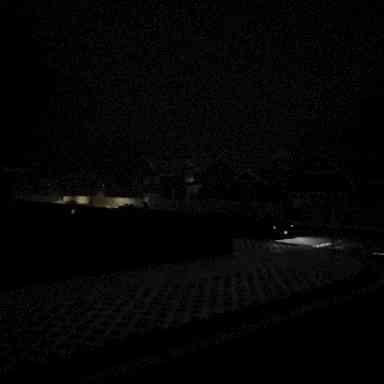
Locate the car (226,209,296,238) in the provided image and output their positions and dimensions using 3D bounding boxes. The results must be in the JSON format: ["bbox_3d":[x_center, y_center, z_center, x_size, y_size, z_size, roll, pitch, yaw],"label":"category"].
[{"bbox_3d":[3.242,1.706,19.157,2.033,1.411,5.357,-1,0,-36],"label":"car"}]

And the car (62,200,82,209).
[{"bbox_3d":[-17.245,1.899,47.896,2.033,1.411,5.357,-1,0,-36],"label":"car"}]

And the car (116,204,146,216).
[{"bbox_3d":[-5.799,1.811,31.771,1.994,1.385,4.181,-1,0,-36],"label":"car"}]
